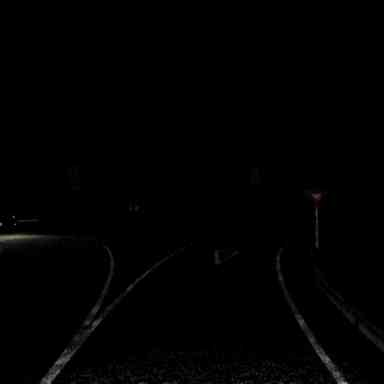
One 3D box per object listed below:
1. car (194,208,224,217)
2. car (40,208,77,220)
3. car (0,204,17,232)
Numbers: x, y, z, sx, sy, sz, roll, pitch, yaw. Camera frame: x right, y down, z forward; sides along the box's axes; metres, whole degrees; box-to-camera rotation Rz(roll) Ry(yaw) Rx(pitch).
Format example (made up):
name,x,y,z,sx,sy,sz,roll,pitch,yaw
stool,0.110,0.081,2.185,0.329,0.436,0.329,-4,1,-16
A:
name,x,y,z,sx,sy,sz,roll,pitch,yaw
car,2.645,3.163,51.847,4.674,1.442,1.812,0,-2,21
car,-17.642,2.868,44.124,2.128,1.511,4.902,-2,-2,31
car,-14.947,1.906,24.733,2.150,2.045,5.566,1,-2,-44
